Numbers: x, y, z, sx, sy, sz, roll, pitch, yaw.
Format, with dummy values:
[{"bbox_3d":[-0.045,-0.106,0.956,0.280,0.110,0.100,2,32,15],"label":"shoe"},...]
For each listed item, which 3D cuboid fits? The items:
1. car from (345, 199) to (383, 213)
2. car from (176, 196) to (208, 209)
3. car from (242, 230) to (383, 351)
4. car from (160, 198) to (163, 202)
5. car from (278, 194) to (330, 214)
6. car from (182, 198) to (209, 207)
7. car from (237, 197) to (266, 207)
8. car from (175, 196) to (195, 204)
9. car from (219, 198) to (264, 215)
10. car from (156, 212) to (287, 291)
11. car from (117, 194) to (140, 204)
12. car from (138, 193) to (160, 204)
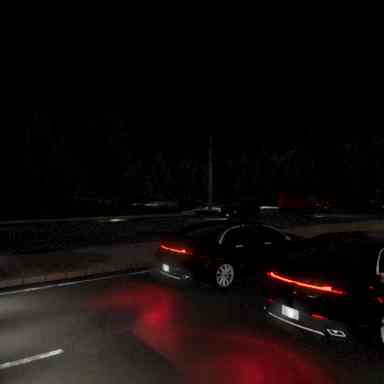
[{"bbox_3d":[19.393,1.525,36.751,1.812,1.442,4.674,0,0,-35],"label":"car"},{"bbox_3d":[0.048,1.601,46.049,1.895,1.301,4.718,0,0,-35],"label":"car"},{"bbox_3d":[3.412,1.505,6.230,4.892,1.490,1.837,0,0,-35],"label":"car"},{"bbox_3d":[-8.604,1.587,76.869,1.895,1.301,4.718,0,0,-35],"label":"car"},{"bbox_3d":[11.762,1.220,35.430,2.150,2.045,5.566,0,0,-35],"label":"car"},{"bbox_3d":[0.482,1.601,51.532,1.895,1.301,4.718,0,0,-35],"label":"car"},{"bbox_3d":[9.111,1.564,51.417,1.994,1.385,4.181,0,0,-35],"label":"car"},{"bbox_3d":[-1.469,1.525,66.643,1.812,1.442,4.674,0,0,-35],"label":"car"},{"bbox_3d":[4.459,1.547,29.962,2.033,1.411,5.357,0,0,34],"label":"car"},{"bbox_3d":[1.380,1.505,9.079,4.892,1.490,1.837,0,0,-35],"label":"car"},{"bbox_3d":[-12.671,1.548,64.303,2.033,1.411,5.357,0,0,-35],"label":"car"},{"bbox_3d":[-9.045,1.220,65.240,2.150,2.045,5.566,0,0,-34],"label":"car"}]
